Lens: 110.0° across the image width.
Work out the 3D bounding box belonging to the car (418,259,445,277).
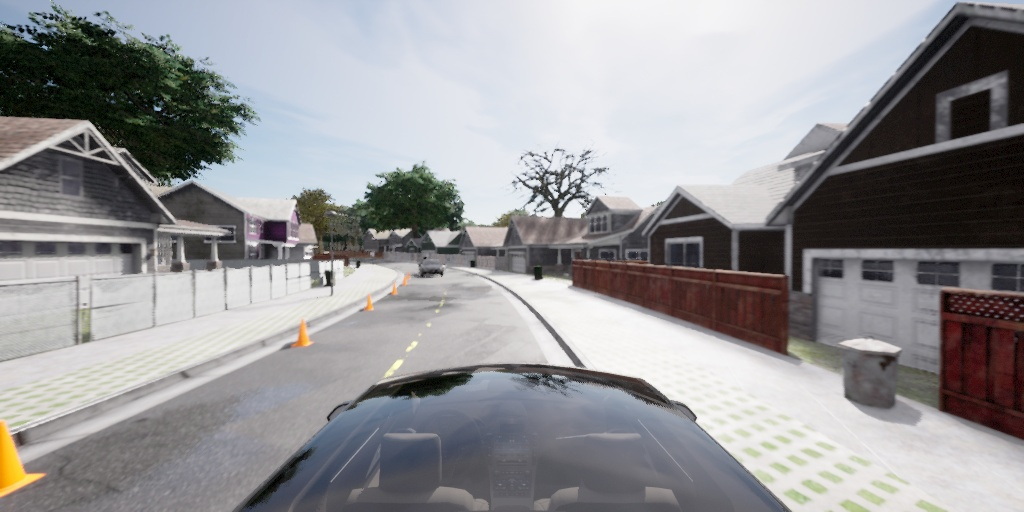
[{"bbox_3d":[-7.027,0.987,31.062,1.837,1.490,4.892,0,0,-18],"label":"car"}]

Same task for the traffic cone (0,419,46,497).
[{"bbox_3d":[-4.418,1.713,3.103,0.340,0.580,0.340,0,0,-1],"label":"traffic cone"}]

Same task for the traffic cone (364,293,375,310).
[{"bbox_3d":[-5.111,1.627,12.843,0.340,0.580,0.340,0,0,-7],"label":"traffic cone"}]

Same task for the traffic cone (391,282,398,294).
[{"bbox_3d":[-5.798,1.578,17.678,0.340,0.580,0.340,0,0,-9],"label":"traffic cone"}]

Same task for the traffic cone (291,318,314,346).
[{"bbox_3d":[-4.651,1.674,7.981,0.340,0.580,0.340,0,0,-4],"label":"traffic cone"}]

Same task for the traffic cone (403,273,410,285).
[{"bbox_3d":[-6.711,1.530,22.476,0.340,0.580,0.340,0,0,-12],"label":"traffic cone"}]
